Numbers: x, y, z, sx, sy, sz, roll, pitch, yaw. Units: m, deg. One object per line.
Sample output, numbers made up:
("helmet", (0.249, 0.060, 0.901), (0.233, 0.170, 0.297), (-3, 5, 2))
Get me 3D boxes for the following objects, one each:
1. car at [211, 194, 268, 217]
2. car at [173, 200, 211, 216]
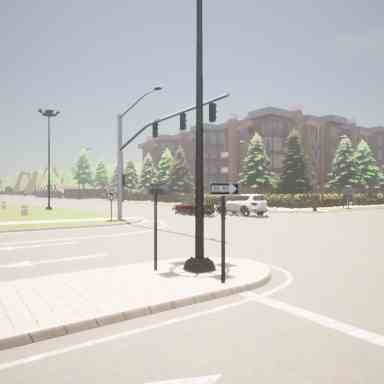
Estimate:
("car", (4.691, 1.221, 31.764), (2.150, 2.045, 5.566), (0, 0, -36))
("car", (0.075, 1.477, 32.167), (1.882, 1.535, 5.008), (0, 0, -36))
